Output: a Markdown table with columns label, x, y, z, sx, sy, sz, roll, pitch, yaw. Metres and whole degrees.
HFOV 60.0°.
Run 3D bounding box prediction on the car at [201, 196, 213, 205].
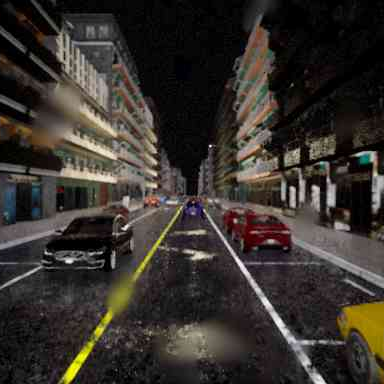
| label | x | y | z | sx | sy | sz | roll | pitch | yaw |
| --- | --- | --- | --- | --- | --- | --- | --- | --- | --- |
| car | 2.686 | 1.447 | 58.843 | 1.967 | 1.590 | 4.097 | 0 | 0 | 0 |

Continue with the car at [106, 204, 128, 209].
| label | x | y | z | sx | sy | sz | roll | pitch | yaw |
| --- | --- | --- | --- | --- | --- | --- | --- | --- | --- |
| car | -5.691 | 1.580 | 24.889 | 1.802 | 1.307 | 4.206 | 0 | 0 | 0 |

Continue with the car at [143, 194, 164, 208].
| label | x | y | z | sx | sy | sz | roll | pitch | yaw |
| --- | --- | --- | --- | --- | --- | --- | --- | --- | --- |
| car | -5.693 | 1.319 | 47.540 | 2.192 | 1.841 | 5.009 | 0 | 0 | 0 |

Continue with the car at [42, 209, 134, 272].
| label | x | y | z | sx | sy | sz | roll | pitch | yaw |
| --- | --- | --- | --- | --- | --- | --- | --- | --- | --- |
| car | -3.090 | 1.501 | 10.798 | 1.837 | 1.490 | 4.892 | 0 | 0 | 0 |

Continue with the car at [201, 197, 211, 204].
| label | x | y | z | sx | sy | sz | roll | pitch | yaw |
| --- | --- | --- | --- | --- | --- | --- | --- | --- | --- |
| car | 2.685 | 1.593 | 64.506 | 1.802 | 1.307 | 4.206 | 0 | 0 | 0 |

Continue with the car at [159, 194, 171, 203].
| label | x | y | z | sx | sy | sz | roll | pitch | yaw |
| --- | --- | --- | --- | --- | --- | --- | --- | --- | --- |
| car | -5.696 | 1.339 | 70.187 | 2.192 | 1.841 | 5.009 | 0 | 0 | 0 |

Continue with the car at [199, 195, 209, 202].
| label | x | y | z | sx | sy | sz | roll | pitch | yaw |
| --- | --- | --- | --- | --- | --- | --- | --- | --- | --- |
| car | 2.684 | 1.473 | 75.826 | 1.967 | 1.590 | 4.097 | 0 | 0 | 0 |

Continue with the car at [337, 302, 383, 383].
| label | x | y | z | sx | sy | sz | roll | pitch | yaw |
| --- | --- | --- | --- | --- | --- | --- | --- | --- | --- |
| car | 2.692 | 1.523 | 2.394 | 1.752 | 1.417 | 4.829 | 0 | 0 | 0 |

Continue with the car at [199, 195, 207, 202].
| label | x | y | z | sx | sy | sz | roll | pitch | yaw |
| --- | --- | --- | --- | --- | --- | --- | --- | --- | --- |
| car | 2.683 | 1.573 | 81.658 | 1.752 | 1.417 | 4.829 | 0 | 0 | 0 |

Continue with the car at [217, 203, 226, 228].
| label | x | y | z | sx | sy | sz | roll | pitch | yaw |
| --- | --- | --- | --- | --- | --- | --- | --- | --- | --- |
| car | 2.690 | 1.539 | 19.207 | 1.887 | 1.381 | 4.507 | 0 | 0 | 0 |

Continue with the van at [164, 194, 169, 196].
| label | x | y | z | sx | sy | sz | roll | pitch | yaw |
| --- | --- | --- | --- | --- | --- | --- | --- | --- | --- |
| van | -5.695 | 1.355 | 64.527 | 1.690 | 1.788 | 3.998 | 0 | 0 | 0 |

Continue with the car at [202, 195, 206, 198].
| label | x | y | z | sx | sy | sz | roll | pitch | yaw |
| --- | --- | --- | --- | --- | --- | --- | --- | --- | --- |
| car | 2.688 | 1.553 | 47.520 | 2.008 | 1.369 | 4.403 | 0 | 0 | 0 |

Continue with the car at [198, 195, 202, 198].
| label | x | y | z | sx | sy | sz | roll | pitch | yaw |
| --- | --- | --- | --- | --- | --- | --- | --- | --- | --- |
| car | 0.097 | 1.528 | 46.704 | 1.812 | 1.442 | 4.674 | 0 | 0 | 0 |

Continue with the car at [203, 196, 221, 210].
| label | x | y | z | sx | sy | sz | roll | pitch | yaw |
| --- | --- | --- | --- | --- | --- | --- | --- | --- | --- |
| car | 2.688 | 1.551 | 41.857 | 2.008 | 1.369 | 4.403 | 0 | 0 | 0 |

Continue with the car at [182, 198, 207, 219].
| label | x | y | z | sx | sy | sz | roll | pitch | yaw |
| --- | --- | --- | --- | --- | --- | --- | --- | --- | --- |
| car | 0.096 | 1.523 | 28.881 | 1.812 | 1.442 | 4.674 | 0 | 0 | 0 |

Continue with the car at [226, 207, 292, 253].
| label | x | y | z | sx | sy | sz | roll | pitch | yaw |
| --- | --- | --- | --- | --- | --- | --- | --- | --- | --- |
| car | 2.690 | 1.538 | 13.546 | 1.887 | 1.381 | 4.507 | 0 | 0 | 0 |

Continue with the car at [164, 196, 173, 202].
| label | x | y | z | sx | sy | sz | roll | pitch | yaw |
| --- | --- | --- | --- | --- | --- | --- | --- | --- | --- |
| car | -5.697 | 1.595 | 81.510 | 1.887 | 1.381 | 4.507 | 0 | 0 | 0 |

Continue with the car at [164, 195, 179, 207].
| label | x | y | z | sx | sy | sz | roll | pitch | yaw |
| --- | --- | --- | --- | --- | --- | --- | --- | --- | --- |
| car | -3.070 | 1.605 | 52.374 | 1.895 | 1.301 | 4.718 | 0 | 0 | 0 |

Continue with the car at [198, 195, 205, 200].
| label | x | y | z | sx | sy | sz | roll | pitch | yaw |
| --- | --- | --- | --- | --- | --- | --- | --- | --- | --- |
| car | 2.682 | 1.620 | 92.813 | 1.887 | 1.381 | 4.507 | 0 | 0 | 0 |
